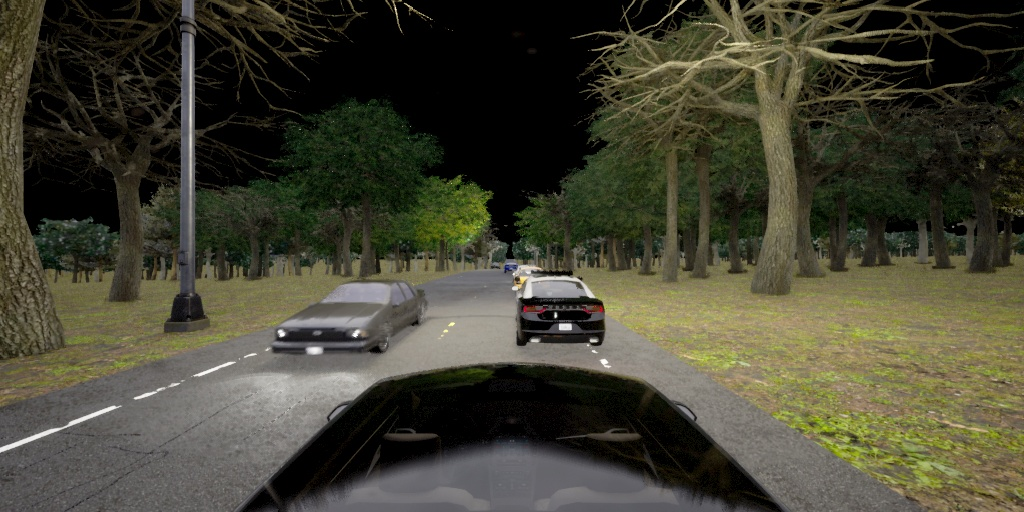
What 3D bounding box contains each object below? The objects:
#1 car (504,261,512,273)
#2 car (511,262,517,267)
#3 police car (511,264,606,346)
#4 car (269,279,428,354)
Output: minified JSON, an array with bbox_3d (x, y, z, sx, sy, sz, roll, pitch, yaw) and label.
[{"bbox_3d":[-0.067,1.508,48.892,1.882,1.535,5.008,0,-1,0],"label":"car"},{"bbox_3d":[1.015,1.255,19.659,1.801,1.575,5.366,0,0,0],"label":"car"},{"bbox_3d":[1.036,1.185,9.576,1.930,1.638,5.238,0,0,0],"label":"police car"},{"bbox_3d":[-3.513,1.306,9.042,2.033,1.411,5.357,0,0,0],"label":"car"}]
